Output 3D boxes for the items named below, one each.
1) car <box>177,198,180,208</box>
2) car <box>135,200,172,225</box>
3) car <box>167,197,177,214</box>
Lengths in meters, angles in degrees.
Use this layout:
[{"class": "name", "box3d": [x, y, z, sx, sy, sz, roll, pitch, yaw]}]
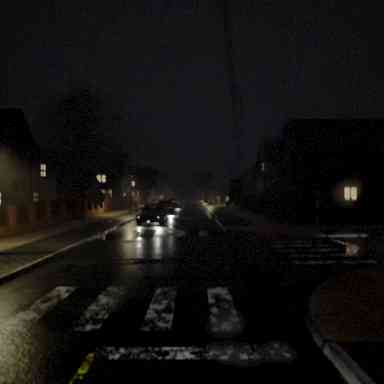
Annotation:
[{"class": "car", "box3d": [-2.841, 1.543, 49.263, 1.882, 1.535, 5.008, 0, 1, 0]}, {"class": "car", "box3d": [-2.852, 1.551, 24.421, 2.033, 1.411, 5.357, 0, 0, 0]}, {"class": "car", "box3d": [-2.853, 1.540, 34.875, 1.812, 1.442, 4.674, 0, 0, 0]}]
